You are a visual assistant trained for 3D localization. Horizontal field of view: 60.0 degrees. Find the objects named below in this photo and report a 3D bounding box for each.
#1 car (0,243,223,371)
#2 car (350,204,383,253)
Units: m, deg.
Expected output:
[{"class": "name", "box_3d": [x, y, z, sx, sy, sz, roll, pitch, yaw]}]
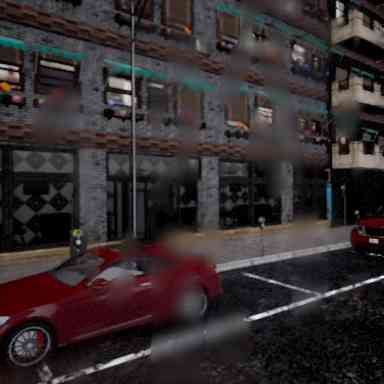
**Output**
[{"class": "car", "box_3d": [-1.350, 1.573, 5.604, 4.206, 1.307, 1.802, 0, 0, -36]}, {"class": "car", "box_3d": [7.920, 1.257, 12.225, 5.009, 1.841, 2.192, 0, 0, -36]}]
